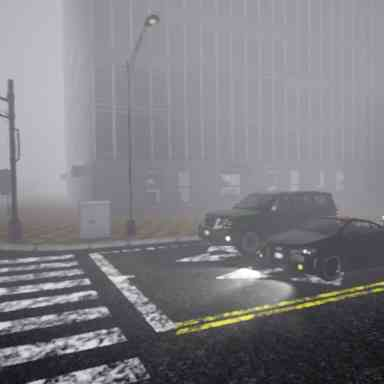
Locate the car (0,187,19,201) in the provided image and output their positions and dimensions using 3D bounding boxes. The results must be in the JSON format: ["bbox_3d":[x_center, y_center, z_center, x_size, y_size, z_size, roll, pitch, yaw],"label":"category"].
[{"bbox_3d":[-26.125,0.323,46.788,2.192,1.841,5.009,-2,2,-24],"label":"car"}]

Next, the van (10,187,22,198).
[{"bbox_3d":[-32.814,0.045,61.960,1.690,1.788,3.998,-2,2,-24],"label":"van"}]

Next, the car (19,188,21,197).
[{"bbox_3d":[-28.353,0.347,51.849,1.967,1.590,4.097,-2,2,-24],"label":"car"}]

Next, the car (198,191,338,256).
[{"bbox_3d":[2.985,0.986,12.328,5.566,2.045,2.150,0,1,-26],"label":"car"}]

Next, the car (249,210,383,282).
[{"bbox_3d":[3.952,1.388,9.191,4.181,1.385,1.994,0,1,-26],"label":"car"}]
